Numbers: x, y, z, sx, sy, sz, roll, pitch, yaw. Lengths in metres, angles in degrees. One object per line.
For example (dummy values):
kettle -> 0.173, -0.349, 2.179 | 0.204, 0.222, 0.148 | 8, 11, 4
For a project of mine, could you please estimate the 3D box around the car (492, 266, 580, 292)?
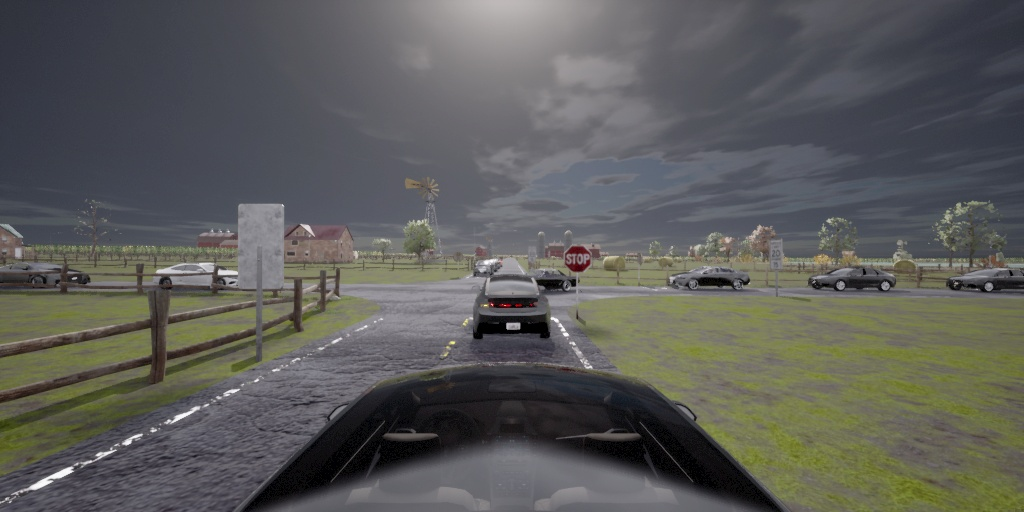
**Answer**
car -> 1.502, 1.369, 20.144 | 4.718, 1.301, 1.895 | 1, 0, -35

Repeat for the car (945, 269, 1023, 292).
car -> 31.706, 1.587, 23.660 | 4.892, 1.490, 1.837 | 1, -1, -1

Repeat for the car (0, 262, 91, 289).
car -> -26.361, 1.048, 19.936 | 4.181, 1.385, 1.994 | 1, -1, -1

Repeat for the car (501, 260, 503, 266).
car -> -2.813, 1.240, 55.773 | 2.128, 1.511, 4.902 | 0, 0, 0

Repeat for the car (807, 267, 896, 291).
car -> 22.203, 1.499, 23.540 | 4.892, 1.490, 1.837 | 1, -1, -1

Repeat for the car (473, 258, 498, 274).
car -> -2.854, 1.243, 36.785 | 2.128, 1.511, 4.902 | 0, 0, 0

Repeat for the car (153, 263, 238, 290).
car -> -17.241, 1.103, 20.057 | 4.674, 1.442, 1.812 | 1, -1, -1

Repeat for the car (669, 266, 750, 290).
car -> 12.801, 1.397, 23.370 | 4.902, 1.511, 2.128 | 1, -1, -2

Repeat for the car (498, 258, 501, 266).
car -> -2.845, 1.241, 46.231 | 2.128, 1.511, 4.902 | 0, 0, 0

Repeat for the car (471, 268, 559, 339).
car -> -0.073, 1.256, 10.098 | 1.837, 1.490, 4.892 | 0, 0, -2
